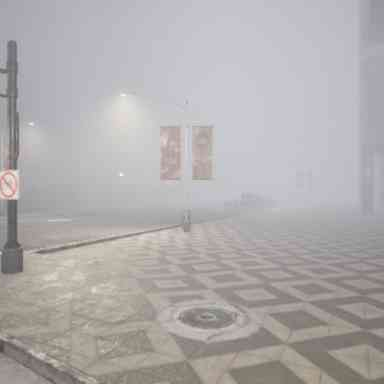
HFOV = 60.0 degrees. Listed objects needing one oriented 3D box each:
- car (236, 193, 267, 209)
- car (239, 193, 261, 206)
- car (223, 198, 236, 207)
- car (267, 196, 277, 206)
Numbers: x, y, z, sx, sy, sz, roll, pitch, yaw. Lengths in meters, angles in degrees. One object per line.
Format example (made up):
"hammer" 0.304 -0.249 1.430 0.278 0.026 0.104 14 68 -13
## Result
"car" 8.270 1.179 45.801 2.150 2.045 5.566 0 0 27
"car" 9.888 1.171 56.582 2.150 2.045 5.566 0 0 26
"car" 6.221 1.559 49.020 1.895 1.301 4.718 0 0 27
"car" 12.794 1.438 55.126 2.128 1.511 4.902 0 0 26
